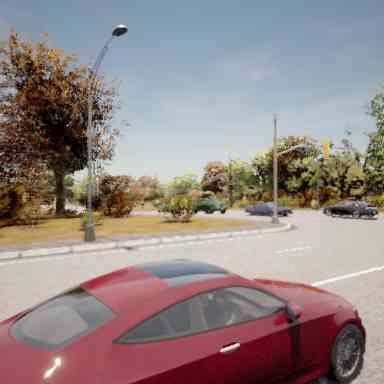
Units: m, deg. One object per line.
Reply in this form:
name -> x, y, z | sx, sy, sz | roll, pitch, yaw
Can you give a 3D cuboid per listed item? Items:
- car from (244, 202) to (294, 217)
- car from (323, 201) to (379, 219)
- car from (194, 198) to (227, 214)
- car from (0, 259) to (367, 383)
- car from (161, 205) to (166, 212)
car -> 7.594, 1.717, 33.485 | 2.033, 1.411, 5.357 | 0, -1, -32
car -> 13.933, 1.534, 29.521 | 2.128, 1.511, 4.902 | 0, -1, -26
car -> 2.123, 1.764, 42.099 | 2.150, 2.045, 5.566 | 0, -3, -33
car -> 0.056, 1.525, 3.746 | 4.674, 1.442, 1.812 | 0, 0, -35
car -> -3.318, 2.547, 50.688 | 2.128, 1.511, 4.902 | 0, -3, -32
